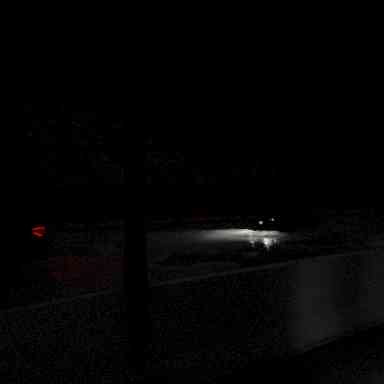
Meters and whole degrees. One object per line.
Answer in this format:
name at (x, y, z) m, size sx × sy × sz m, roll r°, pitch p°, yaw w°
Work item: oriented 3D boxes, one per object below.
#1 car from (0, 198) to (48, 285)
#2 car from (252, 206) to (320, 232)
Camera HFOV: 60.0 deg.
car at (-6.430, 1.189, 7.883) m, size 5.566 × 2.045 × 2.150 m, roll 0°, pitch 0°, yaw -35°
car at (5.575, 1.529, 19.700) m, size 4.181 × 1.385 × 1.994 m, roll 0°, pitch 0°, yaw -31°
